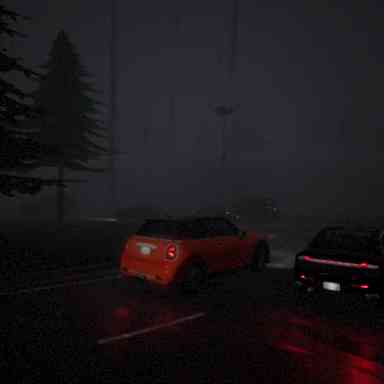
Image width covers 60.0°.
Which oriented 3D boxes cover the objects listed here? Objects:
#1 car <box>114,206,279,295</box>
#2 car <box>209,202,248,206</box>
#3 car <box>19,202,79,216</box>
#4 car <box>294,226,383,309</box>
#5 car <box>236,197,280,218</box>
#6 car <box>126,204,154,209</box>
[{"bbox_3d":[0.320,1.418,9.299,2.097,1.767,4.553,0,-1,41],"label":"car"},{"bbox_3d":[2.023,1.739,27.419,1.812,1.442,4.674,2,-1,-41],"label":"car"},{"bbox_3d":[-14.421,1.299,33.882,5.566,2.045,2.150,1,-1,-17],"label":"car"},{"bbox_3d":[4.043,1.593,8.264,2.128,1.511,4.902,1,0,35],"label":"car"},{"bbox_3d":[5.064,1.484,29.259,2.150,2.045,5.566,1,0,-41],"label":"car"},{"bbox_3d":[-4.296,1.707,27.423,4.181,1.385,1.994,0,-1,25],"label":"car"}]
